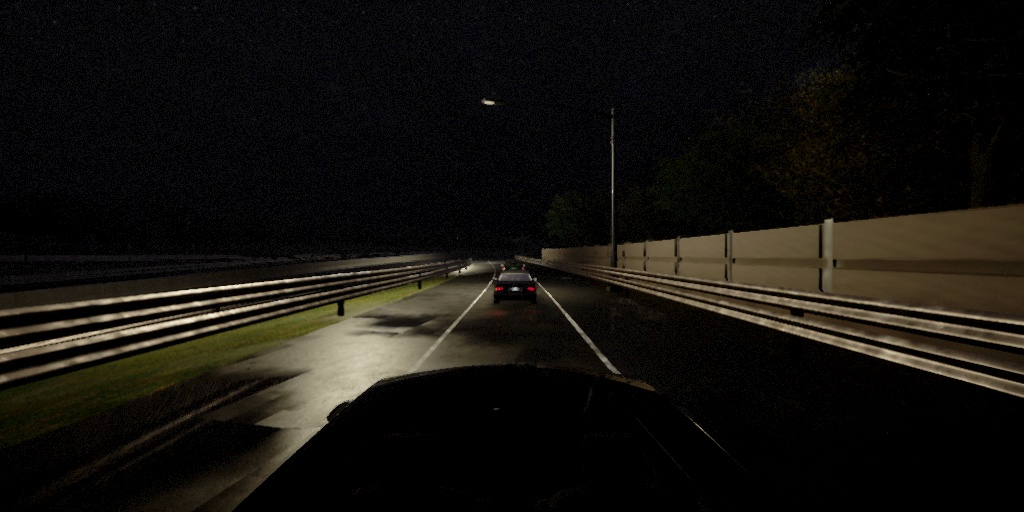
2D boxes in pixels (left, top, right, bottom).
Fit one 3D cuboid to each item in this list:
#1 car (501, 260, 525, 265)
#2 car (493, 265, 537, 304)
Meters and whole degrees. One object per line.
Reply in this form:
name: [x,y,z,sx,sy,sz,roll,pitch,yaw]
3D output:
car: [0.087,1.111,31.220,2.097,1.767,4.553,0,0,-1]
car: [0.146,1.311,16.173,2.033,1.411,5.357,0,0,1]
